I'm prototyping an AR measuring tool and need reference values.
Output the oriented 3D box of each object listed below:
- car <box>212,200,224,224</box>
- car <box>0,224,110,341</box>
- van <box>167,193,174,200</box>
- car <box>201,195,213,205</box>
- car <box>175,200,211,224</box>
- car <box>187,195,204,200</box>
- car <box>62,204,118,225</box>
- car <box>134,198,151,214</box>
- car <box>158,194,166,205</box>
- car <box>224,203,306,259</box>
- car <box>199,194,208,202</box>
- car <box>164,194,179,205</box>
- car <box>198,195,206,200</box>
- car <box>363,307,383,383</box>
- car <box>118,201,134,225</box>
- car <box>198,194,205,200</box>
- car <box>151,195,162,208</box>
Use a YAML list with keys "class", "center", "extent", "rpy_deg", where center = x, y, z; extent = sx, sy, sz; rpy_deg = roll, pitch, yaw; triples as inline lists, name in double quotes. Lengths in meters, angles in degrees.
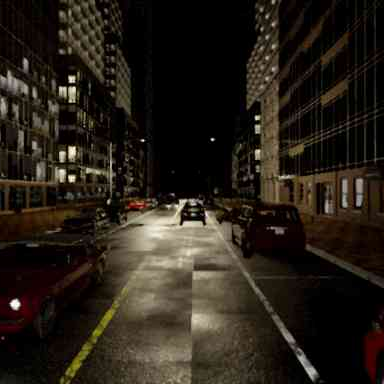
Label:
- class: "car"
  center: [2.652, 1.505, 24.122]
  extent: [1.752, 1.417, 4.829]
  rpy_deg: [0, 0, 0]
- class: "car"
  center: [-3.112, 1.596, 6.626]
  extent: [1.895, 1.301, 4.718]
  rpy_deg: [0, 0, 0]
- class: "van"
  center: [-5.845, 1.213, 92.257]
  extent: [1.690, 1.788, 3.998]
  rpy_deg: [0, 0, 0]
- class: "car"
  center: [2.603, 1.508, 52.413]
  extent: [1.947, 1.339, 4.313]
  rpy_deg: [0, 0, 0]
- class: "car"
  center: [0.058, 1.526, 24.282]
  extent: [2.033, 1.411, 5.357]
  rpy_deg: [0, 0, 0]
- class: "car"
  center: [0.028, 1.505, 41.421]
  extent: [2.033, 1.411, 5.357]
  rpy_deg: [0, 0, 0]
- class: "car"
  center: [-5.719, 1.536, 18.258]
  extent: [2.008, 1.369, 4.403]
  rpy_deg: [0, 0, 0]
- class: "car"
  center: [-5.748, 1.547, 35.333]
  extent: [1.802, 1.307, 4.206]
  rpy_deg: [0, 0, 0]
- class: "car"
  center: [-5.788, 1.478, 58.104]
  extent: [1.887, 1.381, 4.507]
  rpy_deg: [0, 0, 0]
- class: "car"
  center: [2.673, 1.306, 12.568]
  extent: [2.192, 1.841, 5.009]
  rpy_deg: [0, 0, 0]
- class: "car"
  center: [2.564, 1.345, 75.180]
  extent: [1.967, 1.590, 4.097]
  rpy_deg: [0, 0, 0]
- class: "car"
  center: [-3.103, 1.483, 56.492]
  extent: [2.033, 1.411, 5.357]
  rpy_deg: [0, 0, 0]
- class: "car"
  center: [2.544, 1.465, 86.565]
  extent: [1.802, 1.307, 4.206]
  rpy_deg: [0, 0, 0]
- class: "car"
  center: [2.692, 1.314, 1.184]
  extent: [2.192, 1.841, 5.009]
  rpy_deg: [0, 0, 0]
- class: "car"
  center: [-5.729, 1.545, 23.951]
  extent: [1.947, 1.339, 4.313]
  rpy_deg: [0, 0, 0]
- class: "car"
  center: [2.534, 1.397, 92.427]
  extent: [1.752, 1.417, 4.829]
  rpy_deg: [0, 0, 0]
- class: "car"
  center: [-5.768, 1.500, 46.719]
  extent: [2.008, 1.369, 4.403]
  rpy_deg: [0, 0, 0]
